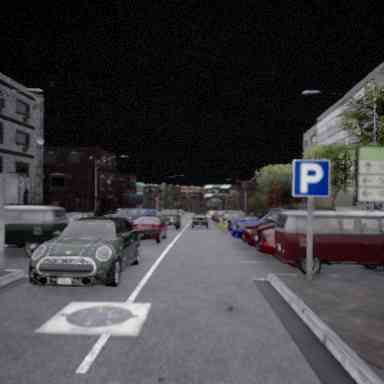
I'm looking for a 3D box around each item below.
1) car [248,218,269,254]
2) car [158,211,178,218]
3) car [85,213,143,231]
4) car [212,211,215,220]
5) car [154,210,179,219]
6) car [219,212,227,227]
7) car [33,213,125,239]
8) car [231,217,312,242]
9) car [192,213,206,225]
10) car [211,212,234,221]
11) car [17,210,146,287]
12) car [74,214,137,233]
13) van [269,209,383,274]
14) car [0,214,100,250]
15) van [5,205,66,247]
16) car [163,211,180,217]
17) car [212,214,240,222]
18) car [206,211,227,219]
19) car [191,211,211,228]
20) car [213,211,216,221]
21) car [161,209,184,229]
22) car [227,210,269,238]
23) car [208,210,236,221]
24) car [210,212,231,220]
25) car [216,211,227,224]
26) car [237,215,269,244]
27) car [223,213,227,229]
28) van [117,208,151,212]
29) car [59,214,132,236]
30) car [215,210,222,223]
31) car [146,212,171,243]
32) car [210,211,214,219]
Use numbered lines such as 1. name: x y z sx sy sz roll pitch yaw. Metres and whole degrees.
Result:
1. car: 4.976 1.966 13.574 4.792 1.488 2.163 1 -3 1
2. car: -5.884 5.545 81.825 4.553 1.767 2.185 1 -3 1
3. car: -7.023 2.728 30.288 4.674 1.452 2.002 1 -3 1
4. car: 5.672 3.848 47.017 4.892 1.521 2.231 1 -3 1
5. car: -6.002 5.256 79.026 5.566 2.045 2.435 1 -3 1
6. car: 5.492 2.878 30.283 5.366 1.575 1.946 1 -3 1
7. car: -7.387 2.205 22.062 5.366 1.575 1.946 1 -3 1
8. car: 5.097 2.424 21.921 4.792 1.488 2.163 1 -3 1
9. car: 1.049 3.875 48.296 1.837 1.490 4.892 1 -3 1
10. car: 6.057 4.851 66.542 4.553 1.767 2.185 1 -3 1
11. car: -2.880 1.541 9.918 2.097 1.767 4.553 1 -2 1
12. car: -7.079 2.574 27.626 4.674 1.452 2.002 1 -3 1
13. van: 5.007 1.594 10.800 4.442 1.987 1.878 1 -3 1
14. car: -7.330 1.886 16.361 5.008 1.535 2.097 1 -3 1
15. van: -7.497 1.522 13.603 4.442 1.987 1.878 1 -3 1
16. car: -5.691 6.230 93.683 4.553 1.767 2.185 1 -3 1
17. car: 5.903 4.533 58.167 4.674 1.452 2.002 1 -3 1
18. car: 6.541 6.017 88.856 5.566 2.045 2.435 1 -3 1
19. car: 0.906 3.239 37.293 1.837 1.490 4.892 1 -3 2
20. car: 5.600 3.687 44.228 4.892 1.521 2.231 1 -3 1
21. car: -2.308 2.753 34.629 2.150 2.045 5.566 1 -3 2
22. car: 5.043 1.982 19.148 5.566 2.045 2.435 1 -3 1
23. car: 6.178 4.888 69.338 5.566 2.045 2.435 1 -3 1
24. car: 6.299 5.336 74.906 4.553 1.767 2.185 1 -3 1
25. car: 5.612 3.201 35.859 5.366 1.575 1.946 1 -3 1
26. car: 5.008 2.079 16.404 5.008 1.535 2.097 1 -3 1
27. car: 5.276 2.747 27.496 4.792 1.488 2.163 1 -3 1
28. van: -6.958 2.944 38.663 4.442 1.987 1.878 1 -3 1
29. car: -7.113 2.402 24.842 4.792 1.488 2.163 1 -3 1
30. car: 5.516 3.399 41.449 4.553 1.767 2.185 1 -3 1
31. car: -2.650 2.184 20.400 1.882 1.535 5.008 1 -3 1
32. car: 5.784 4.177 52.718 5.008 1.535 2.097 1 -3 1
